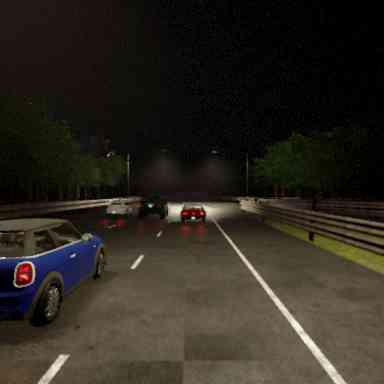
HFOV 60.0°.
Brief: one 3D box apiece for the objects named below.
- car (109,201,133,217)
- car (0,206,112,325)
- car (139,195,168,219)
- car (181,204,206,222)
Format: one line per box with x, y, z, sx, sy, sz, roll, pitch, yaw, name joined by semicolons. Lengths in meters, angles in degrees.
-6.889;1.575;31.650;1.812;1.442;4.674;0;0;0;car
-3.401;1.355;7.257;2.097;1.767;4.553;0;0;0;car
-3.402;1.265;29.990;2.150;2.045;5.566;0;0;0;car
0.098;1.635;26.765;1.895;1.301;4.718;0;0;0;car
